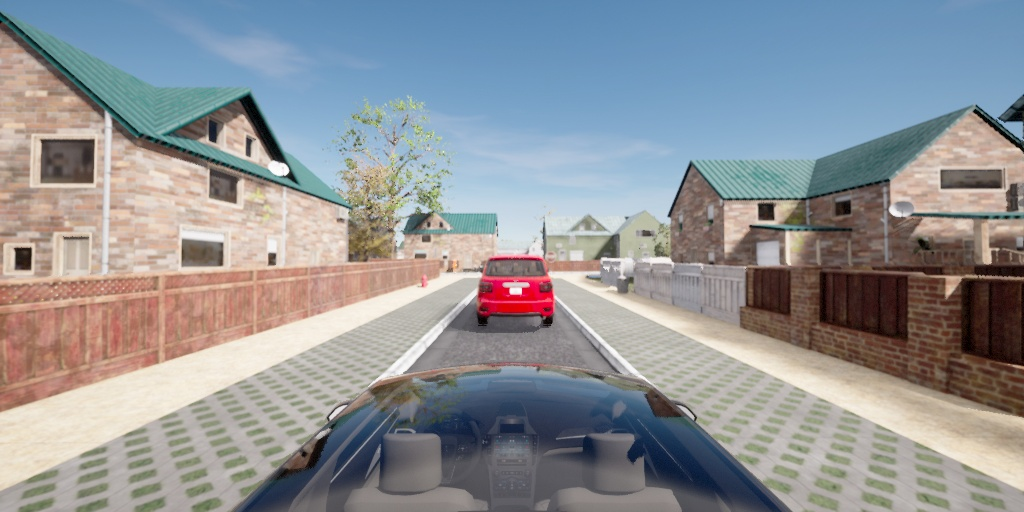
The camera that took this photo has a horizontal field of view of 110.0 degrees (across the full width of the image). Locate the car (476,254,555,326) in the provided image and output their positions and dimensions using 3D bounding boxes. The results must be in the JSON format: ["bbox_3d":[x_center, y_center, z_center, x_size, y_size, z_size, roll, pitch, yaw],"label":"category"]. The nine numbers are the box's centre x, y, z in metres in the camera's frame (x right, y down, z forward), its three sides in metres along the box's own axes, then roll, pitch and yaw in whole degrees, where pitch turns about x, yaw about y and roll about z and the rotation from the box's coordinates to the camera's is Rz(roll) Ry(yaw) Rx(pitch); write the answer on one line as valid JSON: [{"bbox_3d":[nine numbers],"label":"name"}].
[{"bbox_3d":[0.092,0.960,11.762,2.150,2.045,5.566,0,0,0],"label":"car"}]

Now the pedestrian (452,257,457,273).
[{"bbox_3d":[-6.708,1.050,41.869,0.375,1.860,0.375,0,-1,1],"label":"pedestrian"}]
